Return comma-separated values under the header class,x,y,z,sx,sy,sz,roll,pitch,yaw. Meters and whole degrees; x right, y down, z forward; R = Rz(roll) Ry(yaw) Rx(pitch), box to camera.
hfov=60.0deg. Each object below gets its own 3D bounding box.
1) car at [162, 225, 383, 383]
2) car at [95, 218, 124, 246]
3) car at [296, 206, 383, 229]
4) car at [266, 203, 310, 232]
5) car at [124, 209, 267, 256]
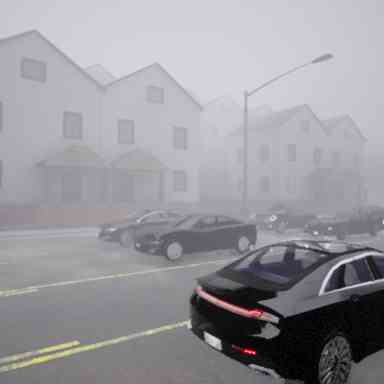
class,x,y,z,sx,sy,sz,roll,pitch,yaw
car,2.237,1.530,5.223,4.902,1.511,2.128,1,0,-34
car,-1.945,1.544,15.321,4.902,1.511,2.128,1,0,-34
car,8.398,1.688,18.094,5.357,1.411,2.033,1,0,-34
car,5.678,1.483,20.481,4.553,1.767,2.097,1,0,-34
car,0.259,1.534,12.588,5.008,1.535,1.882,1,0,-34
